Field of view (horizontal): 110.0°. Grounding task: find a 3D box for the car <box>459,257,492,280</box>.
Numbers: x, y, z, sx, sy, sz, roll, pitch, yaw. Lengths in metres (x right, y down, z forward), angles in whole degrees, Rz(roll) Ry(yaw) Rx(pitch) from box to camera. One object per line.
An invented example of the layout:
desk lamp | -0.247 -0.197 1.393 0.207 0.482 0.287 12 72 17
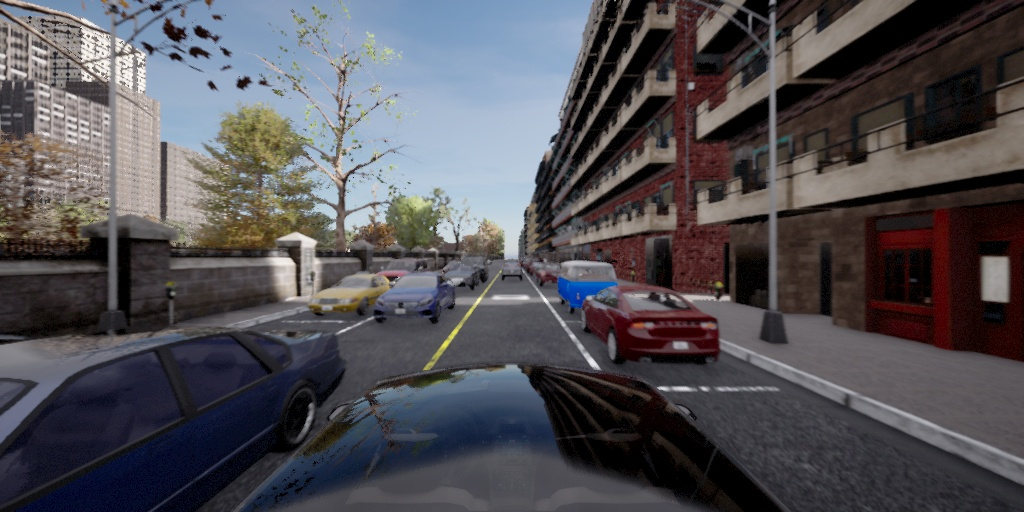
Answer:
car | -2.993 1.069 28.232 2.150 2.045 5.566 0 0 0

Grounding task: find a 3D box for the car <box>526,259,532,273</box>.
car | 2.700 1.308 36.109 1.888 1.381 4.507 0 0 0

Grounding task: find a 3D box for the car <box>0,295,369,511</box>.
car | -3.093 1.298 2.420 2.033 1.411 5.357 0 0 0

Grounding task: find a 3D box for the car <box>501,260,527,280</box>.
car | 0.011 1.307 31.035 2.033 1.411 5.357 0 0 0

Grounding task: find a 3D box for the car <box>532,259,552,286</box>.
car | 2.697 1.195 24.849 1.967 1.591 4.097 0 0 0

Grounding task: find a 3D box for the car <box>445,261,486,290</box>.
car | -3.056 1.246 22.598 2.128 1.511 4.902 0 0 0

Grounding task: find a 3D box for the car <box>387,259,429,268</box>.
car | -5.685 1.068 19.222 2.192 1.841 5.009 0 0 0

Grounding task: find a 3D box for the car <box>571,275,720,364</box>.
car | 2.693 1.295 7.958 1.888 1.381 4.507 0 0 0

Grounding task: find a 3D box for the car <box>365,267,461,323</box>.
car | -3.080 1.277 12.262 1.812 1.442 4.674 0 0 0

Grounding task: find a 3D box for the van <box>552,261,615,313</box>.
van | 2.694 1.091 13.589 1.690 1.789 3.998 0 0 0

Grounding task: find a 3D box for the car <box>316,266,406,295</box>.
car | -5.686 1.277 13.422 1.751 1.417 4.829 0 0 0

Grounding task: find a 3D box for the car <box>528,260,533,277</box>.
car | 2.698 1.309 30.479 2.007 1.370 4.403 0 0 0

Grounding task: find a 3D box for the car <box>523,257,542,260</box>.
car | 2.702 1.083 41.739 2.192 1.841 5.009 0 0 0

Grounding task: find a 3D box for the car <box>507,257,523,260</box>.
car | 0.058 1.123 45.521 2.097 1.767 4.553 0 0 1
